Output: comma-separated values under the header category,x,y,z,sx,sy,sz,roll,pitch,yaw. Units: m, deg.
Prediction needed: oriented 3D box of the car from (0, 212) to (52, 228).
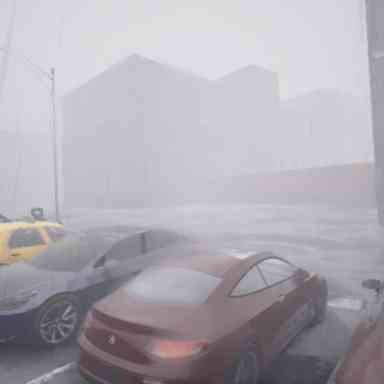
category,x,y,z,sx,sy,sz,roll,pitch,yaw
car,-3.841,1.386,8.333,1.946,1.575,5.366,1,0,36

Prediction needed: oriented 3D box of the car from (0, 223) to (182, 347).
category,x,y,z,sx,sy,sz,roll,pitch,yaw
car,-1.702,1.451,6.527,2.163,1.488,4.792,1,0,36

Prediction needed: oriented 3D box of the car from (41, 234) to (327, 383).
category,x,y,z,sx,sy,sz,roll,pitch,yaw
car,0.575,1.493,4.917,2.002,1.452,4.674,1,0,36
